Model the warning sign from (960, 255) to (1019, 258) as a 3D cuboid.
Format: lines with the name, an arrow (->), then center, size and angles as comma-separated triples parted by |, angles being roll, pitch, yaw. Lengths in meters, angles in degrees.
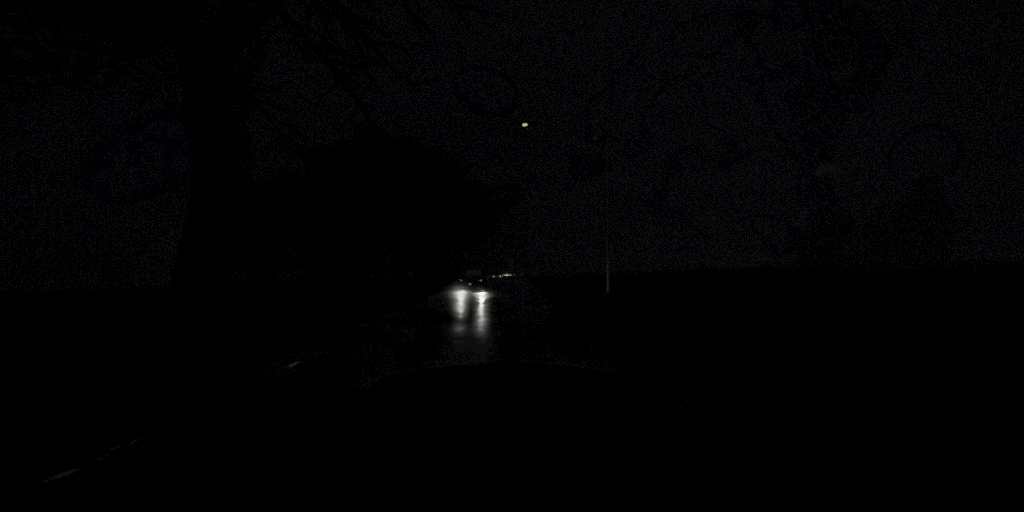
warning sign -> 2.450, 0.858, 1.086 | 1.300, 1.860, 1.060 | 0, 0, 0

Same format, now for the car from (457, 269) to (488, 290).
car -> -2.859, 1.715, 27.034 | 1.812, 1.442, 4.674 | 0, -1, 0
